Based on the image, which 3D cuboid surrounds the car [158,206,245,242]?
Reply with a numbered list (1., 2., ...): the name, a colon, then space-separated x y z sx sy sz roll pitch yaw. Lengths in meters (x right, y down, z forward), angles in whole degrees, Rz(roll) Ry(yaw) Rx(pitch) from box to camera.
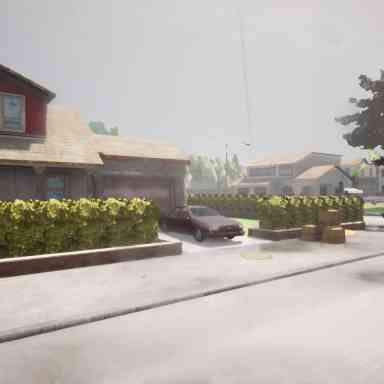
1. car: 0.086 1.356 15.477 2.033 1.415 5.357 0 0 -33
